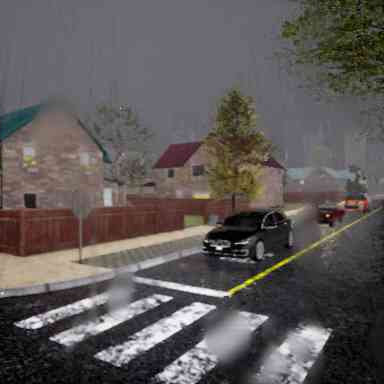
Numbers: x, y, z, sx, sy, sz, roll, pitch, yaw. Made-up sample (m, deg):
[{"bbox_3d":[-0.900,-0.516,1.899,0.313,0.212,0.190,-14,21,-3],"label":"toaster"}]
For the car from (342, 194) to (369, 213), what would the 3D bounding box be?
[{"bbox_3d":[15.620,1.041,31.912,2.097,1.767,4.553,-1,0,34],"label":"car"}]

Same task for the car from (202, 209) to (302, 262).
[{"bbox_3d":[2.191,1.411,11.959,1.837,1.490,4.892,-1,0,35],"label":"car"}]

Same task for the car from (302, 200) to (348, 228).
[{"bbox_3d":[8.229,1.410,20.913,1.895,1.301,4.718,-1,0,34],"label":"car"}]
